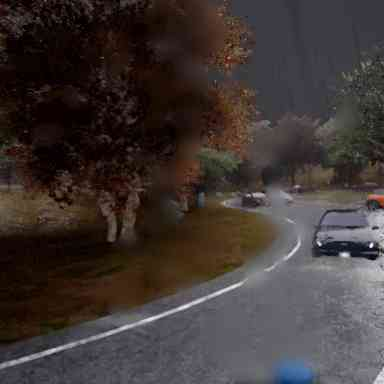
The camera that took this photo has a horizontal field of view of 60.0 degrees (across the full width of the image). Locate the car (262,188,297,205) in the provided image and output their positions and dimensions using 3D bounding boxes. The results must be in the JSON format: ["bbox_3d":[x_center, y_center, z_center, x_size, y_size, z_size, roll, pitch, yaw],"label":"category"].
[{"bbox_3d":[8.830,0.548,34.599,1.812,1.442,4.674,-3,2,-6],"label":"car"}]

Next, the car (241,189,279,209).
[{"bbox_3d":[6.119,0.739,31.808,1.812,1.442,4.674,-3,2,-13],"label":"car"}]

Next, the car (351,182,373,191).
[{"bbox_3d":[30.412,-1.007,58.198,4.674,1.442,1.812,-2,2,10],"label":"car"}]

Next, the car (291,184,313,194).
[{"bbox_3d":[16.873,-0.394,52.420,5.008,1.535,1.882,-4,2,-29],"label":"car"}]

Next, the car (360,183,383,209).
[{"bbox_3d":[14.955,0.445,23.627,2.097,1.767,4.553,-4,2,-45],"label":"car"}]

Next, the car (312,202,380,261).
[{"bbox_3d":[5.469,1.343,11.909,2.033,1.411,5.357,-2,1,25],"label":"car"}]

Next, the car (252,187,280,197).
[{"bbox_3d":[11.704,-0.025,52.428,4.718,1.301,1.895,-4,3,-42],"label":"car"}]
